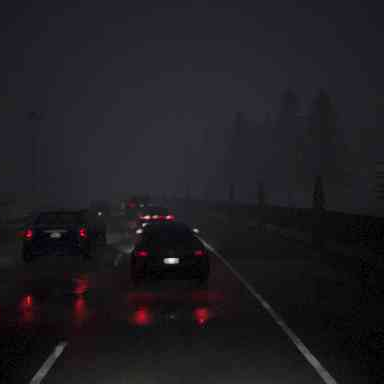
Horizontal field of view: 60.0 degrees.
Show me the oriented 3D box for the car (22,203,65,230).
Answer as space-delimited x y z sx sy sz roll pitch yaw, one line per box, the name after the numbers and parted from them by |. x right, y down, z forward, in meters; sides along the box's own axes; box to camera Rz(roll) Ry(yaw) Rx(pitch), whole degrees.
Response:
-9.943 1.571 22.565 1.812 1.442 4.674 0 0 -13 | car

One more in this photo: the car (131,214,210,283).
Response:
-0.701 1.584 9.782 1.994 1.385 4.181 0 0 -6 | car

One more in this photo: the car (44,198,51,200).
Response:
-35.488 1.679 80.945 2.128 1.511 4.902 0 0 -18 | car

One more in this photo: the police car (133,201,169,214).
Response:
-2.308 1.547 20.126 2.038 1.542 4.974 0 0 -11 | police car

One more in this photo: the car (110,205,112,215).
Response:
-8.378 1.564 30.074 1.837 1.490 4.892 0 0 -16 | car

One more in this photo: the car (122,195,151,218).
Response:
-5.007 1.285 30.967 2.150 2.045 5.566 0 0 -16 | car

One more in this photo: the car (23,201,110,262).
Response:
-4.508 1.377 12.438 2.097 1.767 4.553 0 0 -7 | car

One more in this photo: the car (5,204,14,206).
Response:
-23.015 1.684 41.295 1.895 1.301 4.718 0 0 -18 | car

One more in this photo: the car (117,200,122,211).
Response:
-8.405 1.541 42.155 1.801 1.575 5.366 0 0 -17 | car
